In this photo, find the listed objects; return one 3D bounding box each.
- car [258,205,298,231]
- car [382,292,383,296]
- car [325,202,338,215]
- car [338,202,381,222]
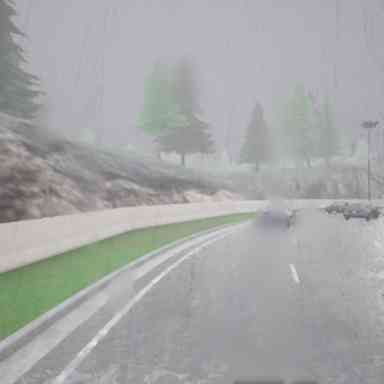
[{"bbox_3d":[5.485,1.551,21.082,1.812,1.442,4.674,0,0,26],"label":"car"},{"bbox_3d":[3.986,1.631,3.491,1.895,1.301,4.718,0,0,5],"label":"car"},{"bbox_3d":[15.869,1.701,34.754,4.718,1.301,1.895,0,0,-43],"label":"car"},{"bbox_3d":[14.353,1.642,27.939,2.033,1.411,5.357,0,0,41],"label":"car"}]
